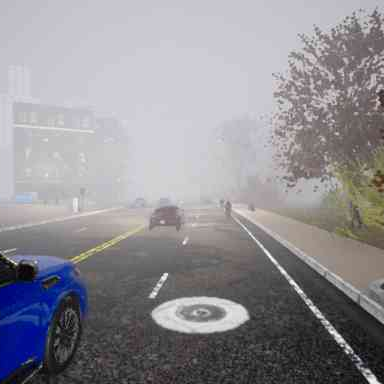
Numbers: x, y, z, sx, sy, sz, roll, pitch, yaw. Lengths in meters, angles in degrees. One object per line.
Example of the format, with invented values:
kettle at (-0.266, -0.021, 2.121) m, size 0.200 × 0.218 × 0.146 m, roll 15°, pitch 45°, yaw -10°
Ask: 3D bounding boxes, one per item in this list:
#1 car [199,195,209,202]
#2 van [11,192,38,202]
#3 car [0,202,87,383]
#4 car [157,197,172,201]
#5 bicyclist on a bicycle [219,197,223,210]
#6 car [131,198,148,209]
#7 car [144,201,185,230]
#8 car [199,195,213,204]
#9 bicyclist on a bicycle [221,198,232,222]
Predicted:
car at (2.560, 1.437, 74.156) m, size 1.882 × 1.535 × 5.008 m, roll 0°, pitch 0°, yaw -2°
van at (-28.221, 0.887, 56.318) m, size 3.998 × 1.788 × 1.690 m, roll 1°, pitch -1°, yaw -28°
car at (-2.763, 1.221, 2.518) m, size 2.150 × 2.045 × 5.566 m, roll 0°, pitch 0°, yaw 5°
car at (-3.877, 1.483, 47.494) m, size 1.882 × 1.535 × 5.008 m, roll 0°, pitch 0°, yaw 1°
bicyclist on a bicycle at (3.196, 1.359, 35.557) m, size 0.659 × 1.776 × 1.843 m, roll 0°, pitch 0°, yaw 2°
car at (-7.161, 1.513, 46.219) m, size 1.812 × 1.442 × 4.674 m, roll 0°, pitch 0°, yaw 0°
car at (-1.506, 1.522, 20.937) m, size 1.812 × 1.442 × 4.674 m, roll 0°, pitch 0°, yaw 3°
car at (2.799, 1.518, 61.461) m, size 2.033 × 1.411 × 5.357 m, roll 0°, pitch 0°, yaw -1°
bicyclist on a bicycle at (2.791, 1.446, 25.656) m, size 0.582 × 1.620 × 1.656 m, roll 0°, pitch 0°, yaw 3°
